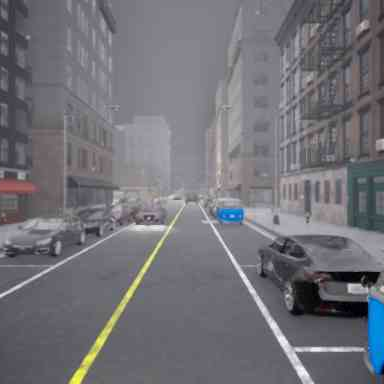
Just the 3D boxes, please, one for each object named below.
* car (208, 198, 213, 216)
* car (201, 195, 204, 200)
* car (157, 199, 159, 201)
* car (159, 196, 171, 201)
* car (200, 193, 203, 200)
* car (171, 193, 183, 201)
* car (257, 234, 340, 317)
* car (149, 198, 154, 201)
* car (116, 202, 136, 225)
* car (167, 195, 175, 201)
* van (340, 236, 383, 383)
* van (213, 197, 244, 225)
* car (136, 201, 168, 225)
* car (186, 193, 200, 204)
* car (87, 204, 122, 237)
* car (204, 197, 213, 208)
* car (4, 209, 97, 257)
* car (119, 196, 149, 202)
[{"bbox_3d":[2.616,1.529,29.169,1.752,1.417,4.829,0,0,0],"label":"car"},{"bbox_3d":[2.712,1.514,49.331,1.837,1.490,4.892,0,0,0],"label":"car"},{"bbox_3d":[-5.418,1.446,39.812,1.967,1.590,4.097,0,0,0],"label":"car"},{"bbox_3d":[-5.435,1.561,61.449,2.008,1.369,4.403,0,0,0],"label":"car"},{"bbox_3d":[0.321,1.417,79.232,1.837,1.490,4.892,0,0,-28],"label":"car"},{"bbox_3d":[-2.800,1.221,64.890,1.895,1.301,4.718,0,0,0],"label":"car"},{"bbox_3d":[2.633,1.568,7.361,1.947,1.339,4.313,0,0,0],"label":"car"},{"bbox_3d":[-5.413,1.445,34.402,1.967,1.590,4.097,0,0,0],"label":"car"},{"bbox_3d":[-5.405,1.585,23.584,1.802,1.307,4.206,0,0,0],"label":"car"},{"bbox_3d":[-5.456,1.544,88.125,1.752,1.417,4.829,0,0,0],"label":"car"},{"bbox_3d":[2.637,1.342,1.952,1.690,1.788,3.998,0,0,0],"label":"van"},{"bbox_3d":[2.620,1.344,23.589,1.690,1.788,3.998,0,0,0],"label":"van"},{"bbox_3d":[-2.868,1.567,24.170,1.994,1.385,4.181,0,0,0],"label":"car"},{"bbox_3d":[-0.019,1.217,63.764,2.150,2.045,5.566,0,0,1],"label":"car"},{"bbox_3d":[-5.401,1.568,18.174,1.947,1.339,4.313,0,0,0],"label":"car"},{"bbox_3d":[2.612,1.445,34.408,1.967,1.590,4.097,0,0,0],"label":"car"},{"bbox_3d":[-5.396,1.553,12.765,2.008,1.369,4.403,0,0,0],"label":"car"},{"bbox_3d":[-5.409,1.319,28.993,2.192,1.841,5.009,0,0,0],"label":"car"}]
